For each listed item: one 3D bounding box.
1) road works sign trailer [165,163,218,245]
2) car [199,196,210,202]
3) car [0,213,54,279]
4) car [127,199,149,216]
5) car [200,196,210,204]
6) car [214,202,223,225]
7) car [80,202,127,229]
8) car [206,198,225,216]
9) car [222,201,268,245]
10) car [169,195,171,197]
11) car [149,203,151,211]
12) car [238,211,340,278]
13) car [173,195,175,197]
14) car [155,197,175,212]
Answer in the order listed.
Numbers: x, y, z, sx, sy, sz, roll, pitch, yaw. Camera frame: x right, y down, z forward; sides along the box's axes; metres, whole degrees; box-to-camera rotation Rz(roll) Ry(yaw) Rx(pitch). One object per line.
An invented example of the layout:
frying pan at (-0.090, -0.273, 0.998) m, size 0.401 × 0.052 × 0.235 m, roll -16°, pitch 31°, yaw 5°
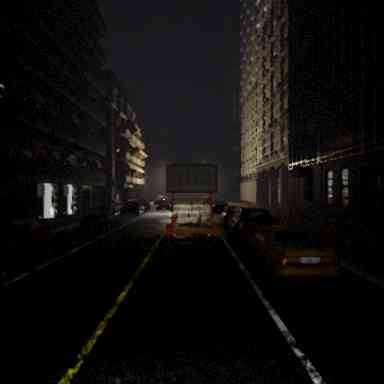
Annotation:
road works sign trailer at (-0.003, 0.448, 15.522) m, size 2.380 × 3.560 × 2.880 m, roll 0°, pitch 0°, yaw 0°
car at (2.671, 1.506, 71.851) m, size 2.008 × 1.369 × 4.403 m, roll 0°, pitch 0°, yaw 0°
car at (-5.693, 1.430, 9.714) m, size 1.967 × 1.590 × 4.097 m, roll 0°, pitch 0°, yaw 0°
car at (-5.699, 1.536, 32.308) m, size 1.947 × 1.339 × 4.313 m, roll 0°, pitch 0°, yaw 0°
car at (2.674, 1.502, 60.553) m, size 1.887 × 1.381 × 4.507 m, roll 0°, pitch 0°, yaw 0°
car at (2.684, 1.529, 21.014) m, size 2.008 × 1.369 × 4.403 m, roll 0°, pitch 0°, yaw 0°
car at (-5.696, 1.529, 21.011) m, size 2.008 × 1.369 × 4.403 m, roll 0°, pitch 0°, yaw 0°
car at (2.682, 1.536, 32.311) m, size 1.947 × 1.339 × 4.313 m, roll 0°, pitch 0°, yaw 0°
car at (2.687, 1.424, 15.364) m, size 1.967 × 1.590 × 4.097 m, roll 0°, pitch 0°, yaw 0°
car at (-5.708, 1.538, 66.199) m, size 1.802 × 1.307 × 4.206 m, roll 0°, pitch 0°, yaw 0°
car at (-5.700, 1.492, 37.787) m, size 1.752 × 1.417 × 4.829 m, roll 0°, pitch 0°, yaw 0°
car at (2.688, 1.515, 9.887) m, size 1.752 × 1.417 × 4.829 m, roll 0°, pitch 0°, yaw 0°
car at (-5.715, 1.506, 94.443) m, size 2.008 × 1.369 × 4.403 m, roll 0°, pitch 0°, yaw 0°
car at (-3.105, 1.567, 38.882) m, size 1.895 × 1.301 × 4.718 m, roll 0°, pitch 0°, yaw 0°
